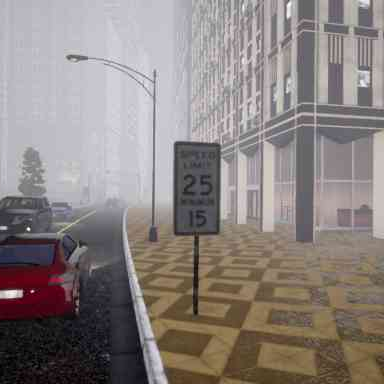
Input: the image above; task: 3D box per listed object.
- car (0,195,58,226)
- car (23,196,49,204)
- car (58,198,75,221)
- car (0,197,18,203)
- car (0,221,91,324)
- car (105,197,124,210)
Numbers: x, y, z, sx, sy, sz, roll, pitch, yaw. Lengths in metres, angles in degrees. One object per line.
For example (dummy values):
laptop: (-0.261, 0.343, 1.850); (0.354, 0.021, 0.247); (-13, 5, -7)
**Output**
car: (-8.660, 1.201, 17.033); (2.150, 2.045, 5.566); (1, 0, -12)
car: (-32.390, 1.658, 69.197); (4.403, 1.369, 2.008); (0, 1, 1)
car: (-10.656, 1.510, 26.849); (1.812, 1.442, 4.674); (1, 0, -11)
car: (-43.424, 1.815, 77.861); (4.313, 1.339, 1.947); (0, 1, 1)
car: (-3.290, 1.568, 7.152); (1.994, 1.385, 4.181); (1, 0, -13)
car: (-10.494, 1.530, 44.206); (1.837, 1.490, 4.892); (1, 0, -9)
